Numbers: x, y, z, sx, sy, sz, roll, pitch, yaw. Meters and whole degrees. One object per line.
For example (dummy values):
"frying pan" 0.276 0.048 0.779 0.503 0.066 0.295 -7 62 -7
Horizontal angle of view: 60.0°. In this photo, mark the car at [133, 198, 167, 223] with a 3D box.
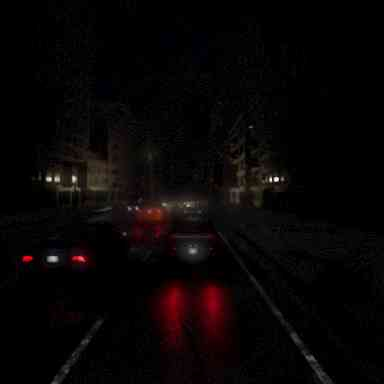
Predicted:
"car" -3.210 1.541 27.321 2.097 1.767 4.553 0 0 0

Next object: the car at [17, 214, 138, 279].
"car" -3.228 1.625 10.258 2.033 1.411 5.357 0 0 0

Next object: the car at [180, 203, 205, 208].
"car" 0.041 1.682 27.395 2.128 1.511 4.902 0 0 1

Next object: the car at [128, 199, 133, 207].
"car" -9.801 1.926 57.787 2.033 1.411 5.357 0 0 1

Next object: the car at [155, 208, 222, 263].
"car" 0.044 1.585 12.405 2.128 1.511 4.902 0 0 0

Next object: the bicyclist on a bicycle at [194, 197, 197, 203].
"bicyclist on a bicycle" 0.877 2.067 83.586 0.582 1.620 1.656 0 -1 0

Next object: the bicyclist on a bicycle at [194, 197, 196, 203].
"bicyclist on a bicycle" 0.874 2.166 92.587 0.582 1.620 1.656 0 -1 0

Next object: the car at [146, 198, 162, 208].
"car" -6.562 1.872 58.200 2.128 1.511 4.902 0 0 0
